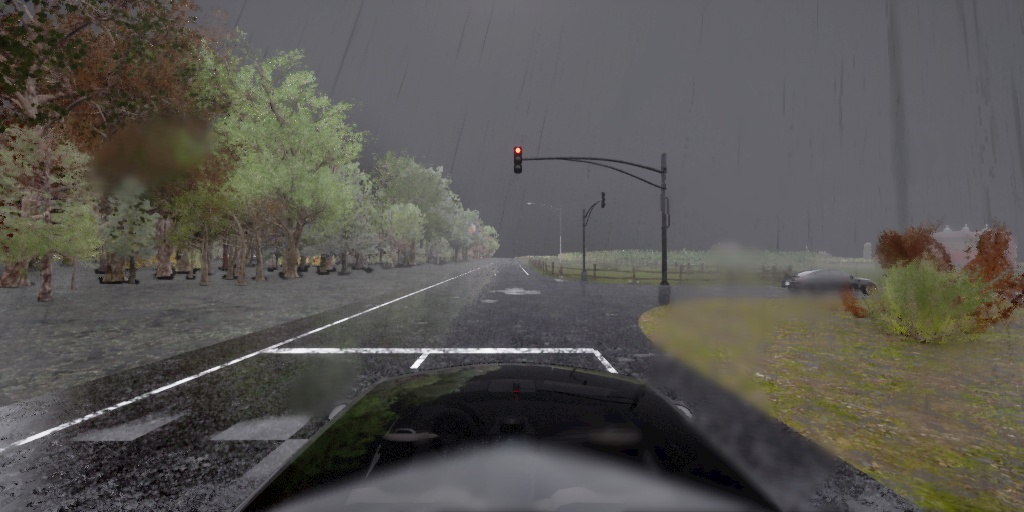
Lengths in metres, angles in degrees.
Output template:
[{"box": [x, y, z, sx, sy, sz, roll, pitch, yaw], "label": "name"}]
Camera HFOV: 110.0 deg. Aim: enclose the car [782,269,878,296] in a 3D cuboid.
[{"box": [18.301, 1.470, 20.740, 4.674, 1.442, 1.812, 1, -1, 0], "label": "car"}]
